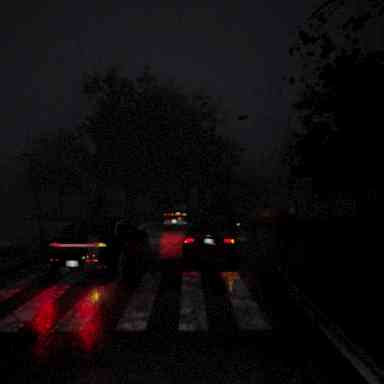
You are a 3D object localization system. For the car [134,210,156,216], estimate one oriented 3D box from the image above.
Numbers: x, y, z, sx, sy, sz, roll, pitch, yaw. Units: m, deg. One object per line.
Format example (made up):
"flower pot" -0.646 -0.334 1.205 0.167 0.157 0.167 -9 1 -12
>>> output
"car" -10.246 4.563 72.491 4.674 1.442 1.812 1 -4 -9

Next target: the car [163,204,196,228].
"car" -0.510 1.580 22.426 1.837 1.490 4.892 -1 -2 14

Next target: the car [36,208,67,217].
"car" -24.600 3.470 57.498 2.097 1.767 4.553 -2 -4 25

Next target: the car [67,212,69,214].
"car" -25.732 3.977 62.614 2.033 1.411 5.357 -3 -4 35

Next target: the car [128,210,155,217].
"car" -10.458 4.375 69.173 5.357 1.411 2.033 1 -4 -13

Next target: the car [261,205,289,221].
"car" 8.823 2.160 34.066 1.882 1.535 5.008 -3 -5 39

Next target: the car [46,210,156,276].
"car" -2.666 1.510 10.404 2.128 1.511 4.902 0 0 5

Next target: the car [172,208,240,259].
"car" 0.831 1.547 12.660 2.033 1.411 5.357 -1 0 7
